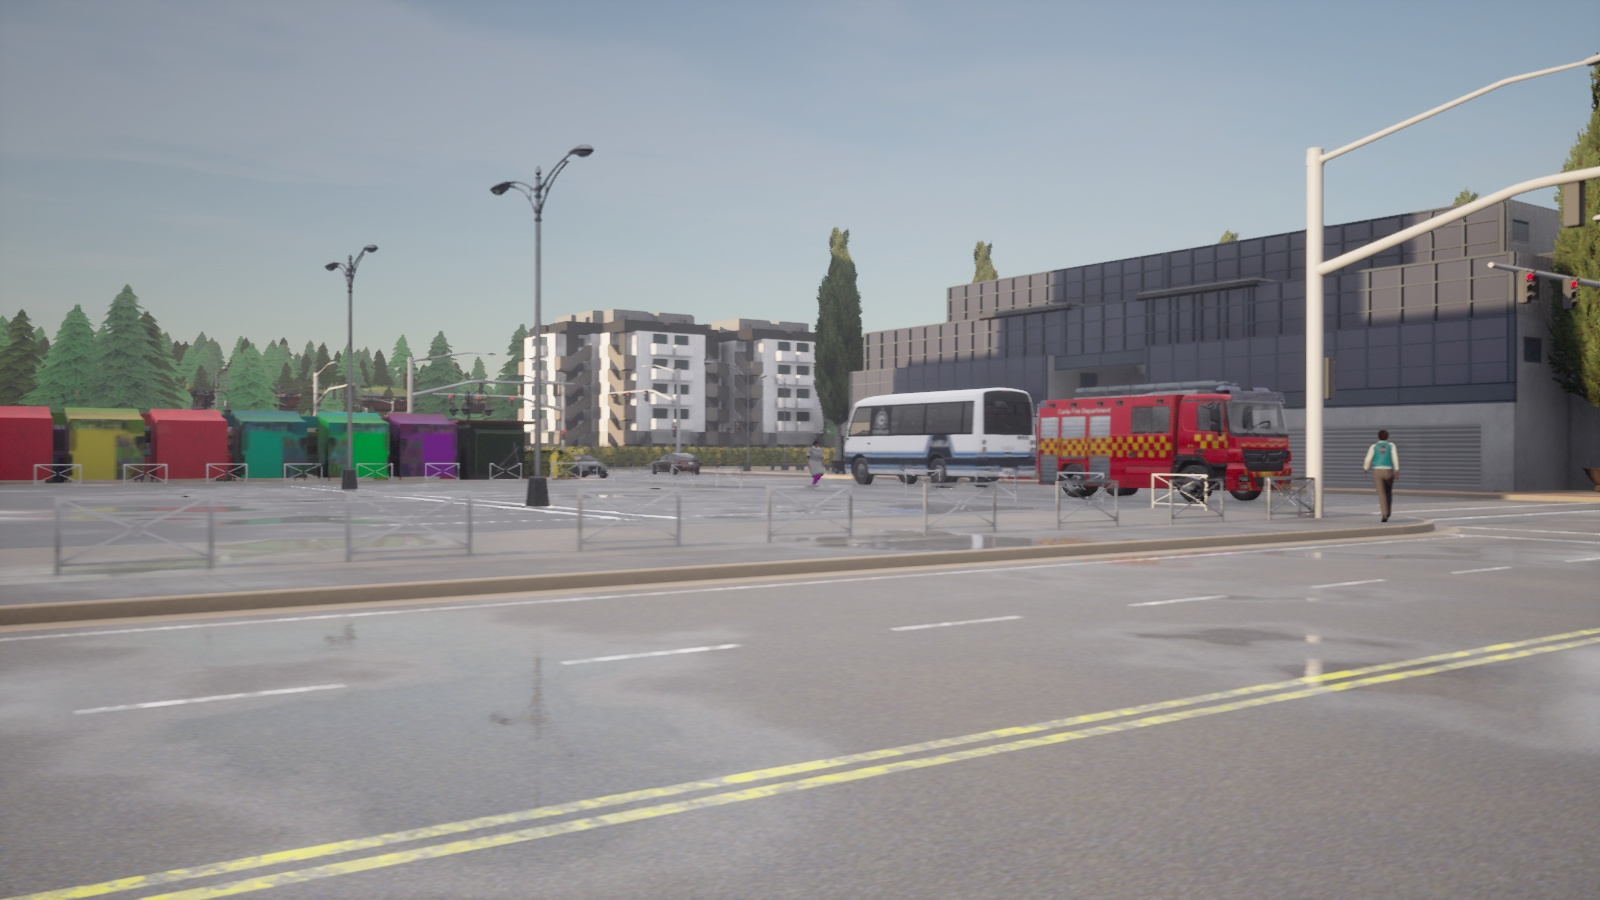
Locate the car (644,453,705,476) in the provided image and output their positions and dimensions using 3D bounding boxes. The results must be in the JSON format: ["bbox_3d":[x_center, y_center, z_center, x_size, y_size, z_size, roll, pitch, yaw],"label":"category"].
[{"bbox_3d":[-8.577,0.971,85.305,2.163,1.488,4.792,0,0,-33],"label":"car"}]

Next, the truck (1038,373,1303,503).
[{"bbox_3d":[11.871,-0.344,41.244,2.891,3.827,8.468,0,0,-33],"label":"truck"}]

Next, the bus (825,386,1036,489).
[{"bbox_3d":[5.647,-0.504,57.140,3.944,4.253,10.273,0,0,-33],"label":"bus"}]

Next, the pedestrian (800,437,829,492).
[{"bbox_3d":[0.518,0.513,45.336,0.659,1.952,0.873,0,0,-32],"label":"pedestrian"}]

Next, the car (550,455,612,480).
[{"bbox_3d":[-12.641,1.012,72.327,1.994,1.385,4.181,0,0,-33],"label":"car"}]

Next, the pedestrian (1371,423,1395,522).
[{"bbox_3d":[11.508,0.434,24.807,0.396,1.930,0.692,0,0,23],"label":"pedestrian"}]
